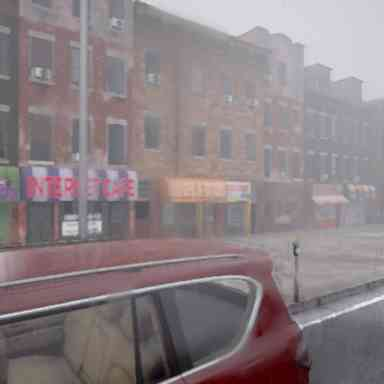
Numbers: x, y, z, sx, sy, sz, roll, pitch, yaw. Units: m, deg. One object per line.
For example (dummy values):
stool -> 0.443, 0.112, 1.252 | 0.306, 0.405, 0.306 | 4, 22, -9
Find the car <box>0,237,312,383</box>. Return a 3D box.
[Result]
car -> -1.401, 1.314, 1.813 | 5.009, 1.841, 2.192 | 1, -1, -36
